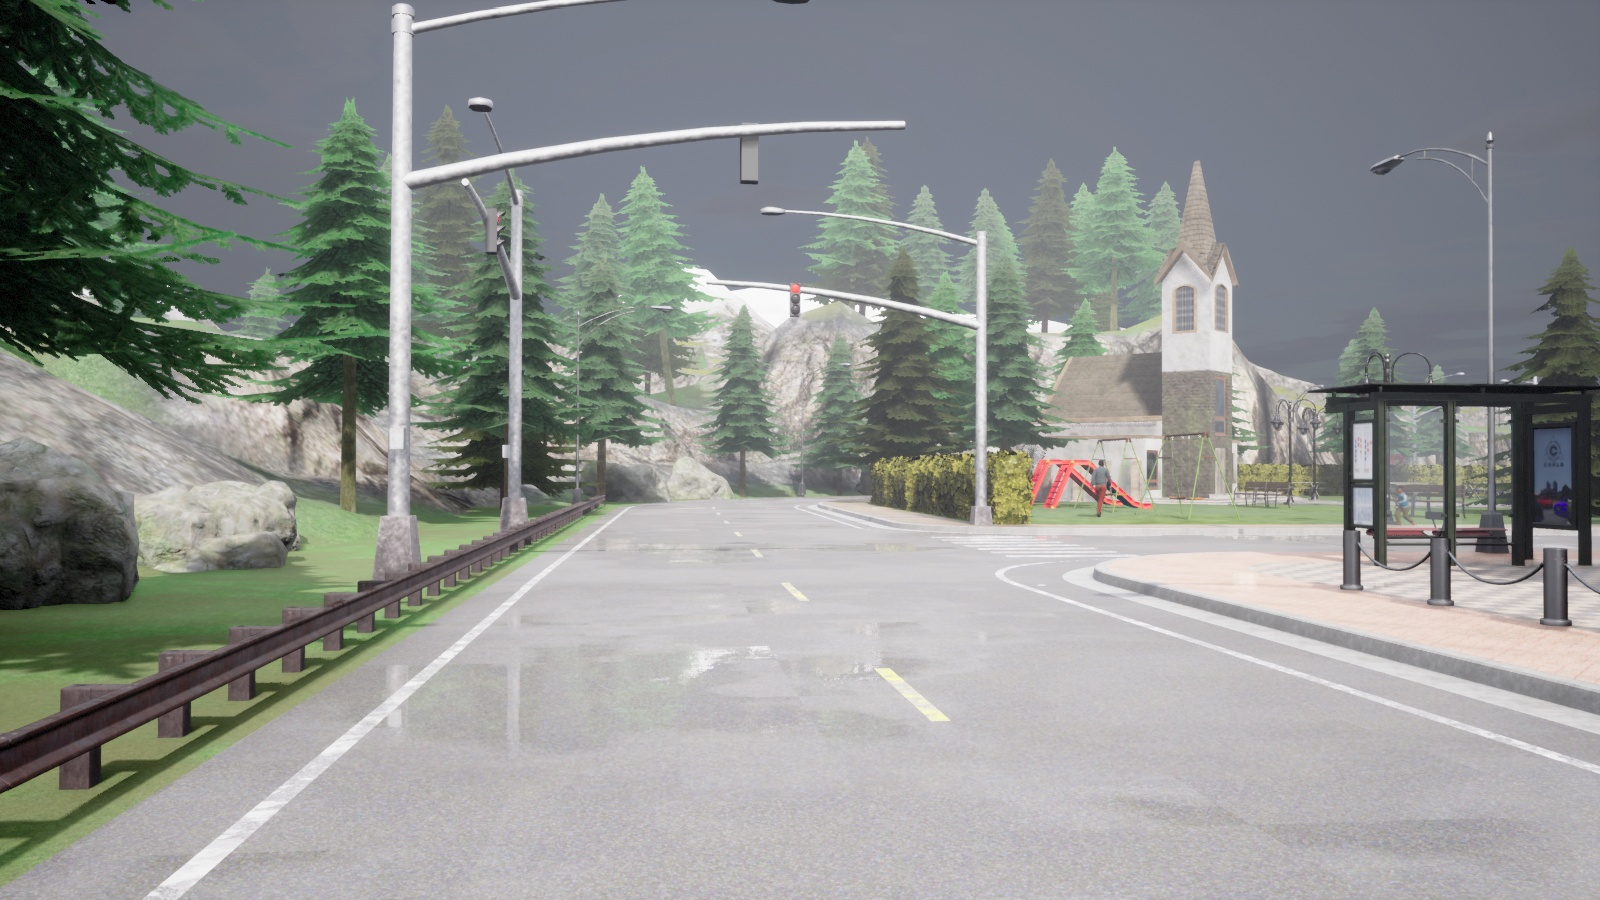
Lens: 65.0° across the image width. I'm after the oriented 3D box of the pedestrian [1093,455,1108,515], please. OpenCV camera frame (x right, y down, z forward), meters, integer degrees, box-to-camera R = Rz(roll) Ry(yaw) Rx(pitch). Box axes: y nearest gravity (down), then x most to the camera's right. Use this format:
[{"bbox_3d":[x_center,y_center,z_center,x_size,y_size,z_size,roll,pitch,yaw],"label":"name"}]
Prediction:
[{"bbox_3d":[9.370,1.078,39.154,0.353,1.847,0.614,-1,-1,24],"label":"pedestrian"}]
